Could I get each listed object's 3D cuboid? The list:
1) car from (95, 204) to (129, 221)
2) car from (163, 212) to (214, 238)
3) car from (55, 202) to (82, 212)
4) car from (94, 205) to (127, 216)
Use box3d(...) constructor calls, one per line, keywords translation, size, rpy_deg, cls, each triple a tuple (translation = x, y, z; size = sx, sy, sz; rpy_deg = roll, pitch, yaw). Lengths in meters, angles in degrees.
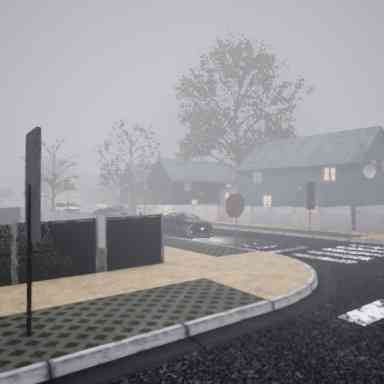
box3d(translation=(-8.983, 2.194, 37.176), size=(2.097, 1.767, 4.553), rpy_deg=(1, -2, -35), cls="car")
box3d(translation=(-0.566, 1.925, 20.183), size=(1.994, 1.385, 4.181), rpy_deg=(1, -2, -35), cls="car")
box3d(translation=(-15.319, 2.208, 41.101), size=(2.150, 2.045, 5.566), rpy_deg=(1, -2, -34), cls="car")
box3d(translation=(-7.484, 2.159, 29.968), size=(1.837, 1.490, 4.892), rpy_deg=(1, -2, -35), cls="car")
